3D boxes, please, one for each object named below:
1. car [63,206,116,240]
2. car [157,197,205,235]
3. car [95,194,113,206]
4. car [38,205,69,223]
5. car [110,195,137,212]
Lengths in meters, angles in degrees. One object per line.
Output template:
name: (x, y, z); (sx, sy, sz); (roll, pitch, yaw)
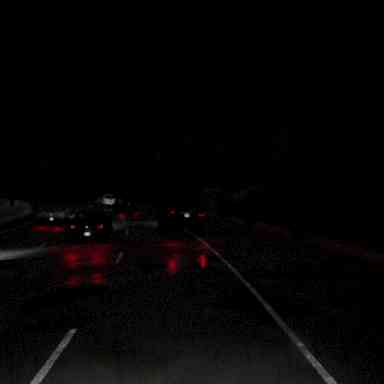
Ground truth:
car: (-5.273, 1.663, 17.668); (1.895, 1.301, 4.718); (0, 0, -10)
car: (-0.739, 1.277, 19.372); (2.150, 2.045, 5.566); (0, 0, -11)
car: (-13.321, 1.396, 51.346); (2.150, 2.045, 5.566); (0, 0, -31)
car: (-10.923, 1.703, 26.561); (1.895, 1.301, 4.718); (0, 0, -16)
car: (-8.169, 1.482, 40.428); (2.097, 1.767, 4.553); (0, 0, -24)
